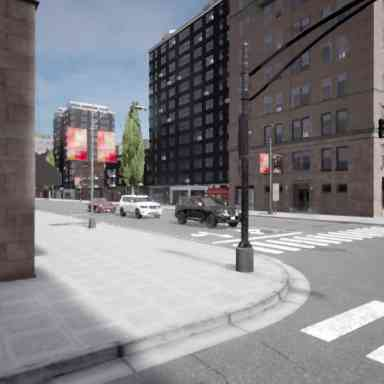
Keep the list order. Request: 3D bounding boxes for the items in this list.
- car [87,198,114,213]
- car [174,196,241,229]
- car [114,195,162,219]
[{"bbox_3d":[-10.595,1.492,38.885,2.097,1.767,4.553,0,0,-36],"label":"car"},{"bbox_3d":[0.936,1.285,22.901,2.150,2.045,5.566,0,0,-36],"label":"car"},{"bbox_3d":[-4.935,1.324,31.034,2.150,2.045,5.566,0,0,-36],"label":"car"}]
